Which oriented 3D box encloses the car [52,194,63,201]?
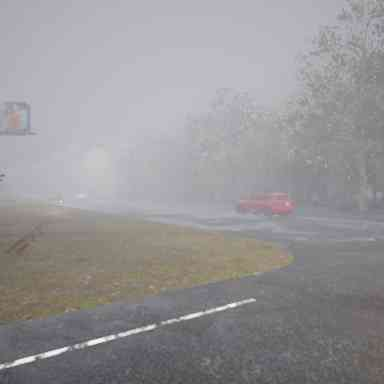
[{"bbox_3d":[-27.674,1.088,68.360,2.033,1.411,5.357,0,0,-29],"label":"car"}]

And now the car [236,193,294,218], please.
[{"bbox_3d":[6.249,1.116,29.186,2.150,2.045,5.566,0,0,-34],"label":"car"}]

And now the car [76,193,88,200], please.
[{"bbox_3d":[-24.849,1.045,75.070,1.812,1.442,4.674,0,0,-34],"label":"car"}]
